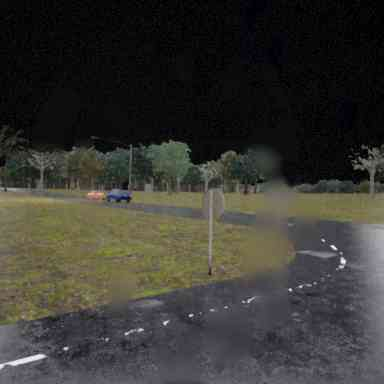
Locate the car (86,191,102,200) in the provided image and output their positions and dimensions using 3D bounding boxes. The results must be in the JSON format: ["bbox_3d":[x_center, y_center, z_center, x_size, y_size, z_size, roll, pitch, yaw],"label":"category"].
[{"bbox_3d":[-17.300,0.508,59.606,2.097,1.767,4.553,2,0,-35],"label":"car"}]

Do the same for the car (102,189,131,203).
[{"bbox_3d":[-11.313,0.578,51.153,2.150,2.045,5.566,2,0,-35],"label":"car"}]
